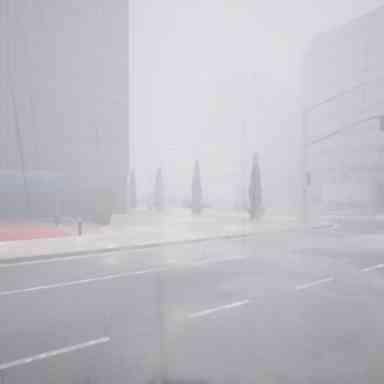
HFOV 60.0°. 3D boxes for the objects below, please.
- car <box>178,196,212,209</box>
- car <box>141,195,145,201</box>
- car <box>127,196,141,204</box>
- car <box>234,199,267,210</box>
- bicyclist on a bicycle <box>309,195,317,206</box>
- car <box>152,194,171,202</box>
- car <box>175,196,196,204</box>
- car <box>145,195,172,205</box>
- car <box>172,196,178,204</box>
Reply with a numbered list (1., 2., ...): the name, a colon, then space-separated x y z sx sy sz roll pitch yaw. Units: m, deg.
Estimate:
1. car: 0.558 1.315 43.347 2.097 1.767 4.553 0 0 -35
2. car: -9.611 1.337 70.422 1.882 1.535 5.008 0 0 -35
3. car: -11.909 1.456 61.453 2.128 1.511 4.902 0 0 -35
4. car: 7.007 1.522 40.199 1.994 1.385 4.181 0 0 -35
5. bicyclist on a bicycle: 17.028 1.241 46.775 1.656 1.620 0.582 0 0 -35
6. car: -6.737 1.332 72.419 1.882 1.535 5.008 0 0 -35
7. car: -1.360 1.548 64.780 1.895 1.301 4.718 0 0 -34
8. car: -6.022 1.483 59.027 1.812 1.442 4.674 0 0 -34
9. car: -4.145 1.444 62.652 2.128 1.511 4.902 0 0 -34
